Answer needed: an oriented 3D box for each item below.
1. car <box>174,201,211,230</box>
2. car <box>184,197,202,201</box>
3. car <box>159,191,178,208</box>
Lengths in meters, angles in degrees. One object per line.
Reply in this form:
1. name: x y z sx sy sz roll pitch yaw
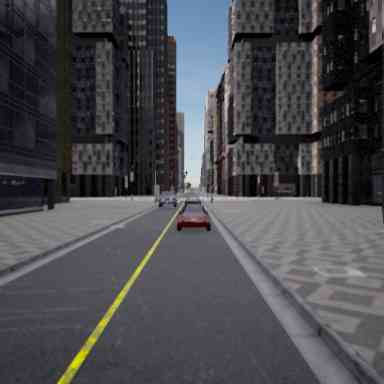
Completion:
1. car: 0.106 1.467 20.385 1.994 1.385 4.181 0 0 0
2. car: 0.112 1.296 38.276 1.882 1.535 5.008 0 0 0
3. car: -2.988 0.830 42.579 2.150 2.045 5.566 0 0 0
